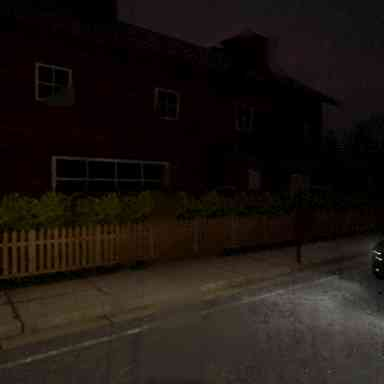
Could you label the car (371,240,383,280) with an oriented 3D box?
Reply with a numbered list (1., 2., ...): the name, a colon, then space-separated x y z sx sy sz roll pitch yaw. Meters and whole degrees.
1. car: 6.613 1.440 8.651 5.008 1.535 1.882 0 0 -35
